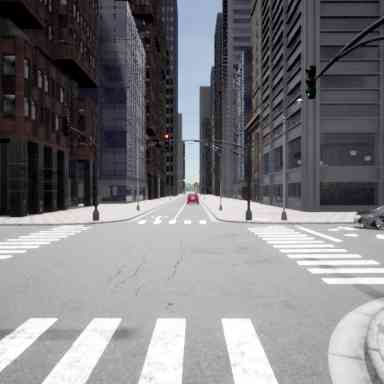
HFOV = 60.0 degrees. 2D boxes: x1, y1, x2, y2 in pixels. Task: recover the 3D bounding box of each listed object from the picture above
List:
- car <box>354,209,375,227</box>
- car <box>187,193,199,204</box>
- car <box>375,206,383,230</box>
[{"bbox_3d":[12.186,1.392,19.604,4.902,1.511,2.128,0,0,2],"label":"car"},{"bbox_3d":[0.195,1.236,62.343,2.150,2.045,5.566,0,0,0],"label":"car"},{"bbox_3d":[12.158,1.400,16.374,4.902,1.511,2.128,0,0,-1],"label":"car"}]
